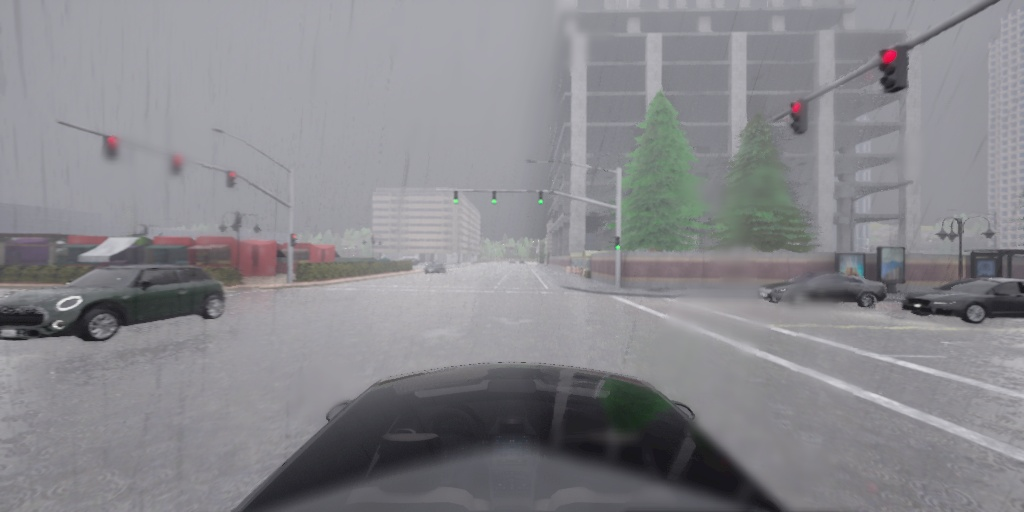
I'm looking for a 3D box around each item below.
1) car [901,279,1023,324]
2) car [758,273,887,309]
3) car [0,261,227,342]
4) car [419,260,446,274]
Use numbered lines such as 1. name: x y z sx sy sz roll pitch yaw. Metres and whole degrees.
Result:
1. car: 17.063 1.562 12.870 4.892 1.490 1.837 0 0 2
2. car: 14.109 1.538 16.484 4.902 1.511 2.128 0 0 2
3. car: -10.324 1.029 9.663 2.097 1.767 4.553 1 -1 2
4. car: -9.315 1.476 43.768 2.128 1.511 4.902 1 0 2
